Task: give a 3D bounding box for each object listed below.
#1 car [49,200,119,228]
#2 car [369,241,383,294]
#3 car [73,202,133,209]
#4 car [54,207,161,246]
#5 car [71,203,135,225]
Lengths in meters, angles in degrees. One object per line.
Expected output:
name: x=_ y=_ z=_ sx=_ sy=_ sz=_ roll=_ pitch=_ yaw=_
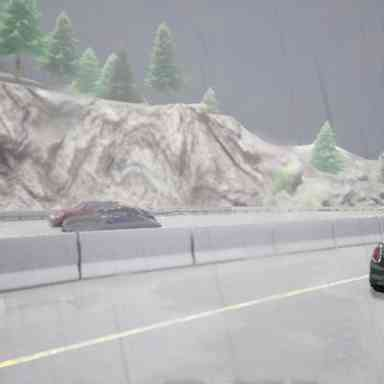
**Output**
car: x=-6.358 y=1.324 z=20.607 sx=4.553 sy=1.767 sz=2.097 roll=0 pitch=0 yaw=-32
car: x=6.167 y=1.408 z=7.594 sx=4.553 sy=1.767 sz=2.097 roll=0 pitch=0 yaw=-32
car: x=-4.280 y=1.490 z=17.796 sx=4.892 sy=1.490 sz=1.837 roll=1 pitch=0 yaw=-32
car: x=-3.349 y=1.552 z=14.218 sx=4.181 sy=1.385 sz=1.994 roll=0 pitch=0 yaw=-33
car: x=-6.575 y=1.538 z=24.603 sx=4.181 sy=1.385 sz=1.994 roll=0 pitch=0 yaw=-32
